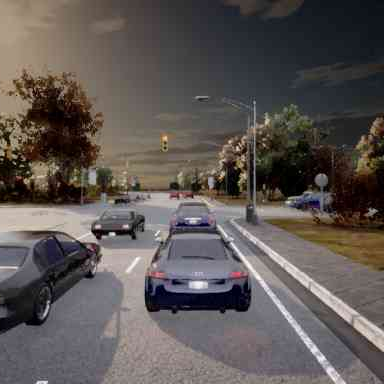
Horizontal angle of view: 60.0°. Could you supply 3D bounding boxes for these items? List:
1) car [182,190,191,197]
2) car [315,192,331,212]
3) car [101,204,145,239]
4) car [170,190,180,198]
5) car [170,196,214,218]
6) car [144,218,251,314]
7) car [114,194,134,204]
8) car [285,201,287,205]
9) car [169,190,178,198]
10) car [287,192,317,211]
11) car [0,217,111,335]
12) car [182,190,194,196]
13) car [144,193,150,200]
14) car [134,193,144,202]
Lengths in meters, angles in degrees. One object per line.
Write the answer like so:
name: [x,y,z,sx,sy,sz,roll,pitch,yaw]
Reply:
car: [-1.619,0.401,94.035,2.097,1.767,4.553,0,1,-7]
car: [15.394,1.152,33.747,4.553,1.767,2.097,0,0,-3]
car: [-3.482,1.519,16.622,1.895,1.301,4.718,0,0,-1]
car: [-4.121,0.633,79.573,2.150,2.045,5.566,0,1,-3]
car: [0.039,1.273,16.301,2.097,1.767,4.553,0,0,0]
car: [0.079,1.541,7.668,1.994,1.385,4.181,0,0,-1]
car: [-10.805,1.273,52.110,1.895,1.301,4.718,0,0,0]
car: [14.414,0.972,40.895,5.566,2.045,2.150,0,0,-3]
car: [-5.107,0.442,93.644,2.150,2.045,5.566,0,1,-7]
car: [14.011,0.996,37.372,5.566,2.045,2.150,0,0,-3]
car: [-3.418,1.528,6.978,2.033,1.411,5.357,0,0,-1]
car: [-0.799,0.573,83.388,2.150,2.045,5.566,0,1,-4]
car: [-10.865,1.101,71.169,1.895,1.301,4.718,0,1,-1]
car: [-10.819,1.094,61.212,2.128,1.511,4.902,0,0,0]
